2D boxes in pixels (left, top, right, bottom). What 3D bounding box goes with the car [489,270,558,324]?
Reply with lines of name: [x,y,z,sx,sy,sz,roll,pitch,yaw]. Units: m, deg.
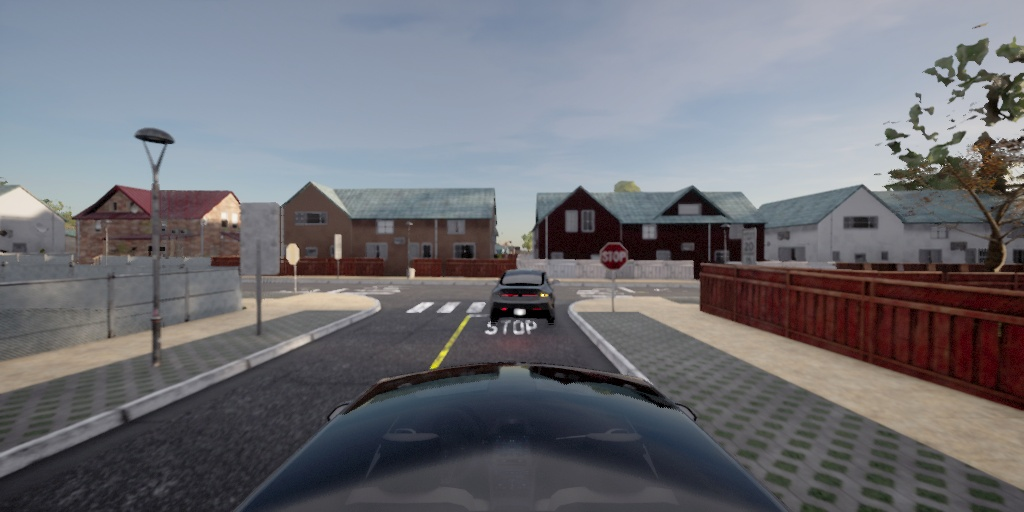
car: [0.461,1.177,11.652,1.837,1.490,4.892,0,0,6]
